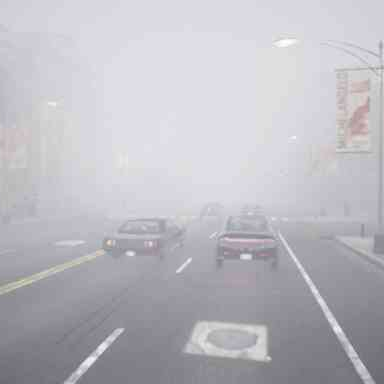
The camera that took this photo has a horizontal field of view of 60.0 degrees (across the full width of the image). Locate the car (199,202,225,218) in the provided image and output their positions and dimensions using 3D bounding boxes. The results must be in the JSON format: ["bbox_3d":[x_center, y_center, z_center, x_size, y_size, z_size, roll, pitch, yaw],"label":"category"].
[{"bbox_3d":[1.876,1.624,30.344,2.033,1.411,5.357,0,0,11],"label":"car"}]

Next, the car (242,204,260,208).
[{"bbox_3d":[4.646,1.629,26.202,2.033,1.411,5.357,0,0,11],"label":"car"}]

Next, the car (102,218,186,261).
[{"bbox_3d":[-1.500,1.620,12.442,1.895,1.301,4.718,0,0,10],"label":"car"}]

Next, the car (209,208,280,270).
[{"bbox_3d":[1.872,1.526,11.288,2.128,1.511,4.902,0,0,10],"label":"car"}]
